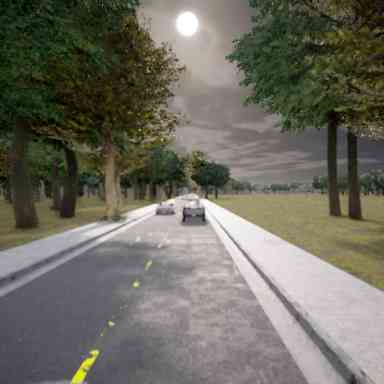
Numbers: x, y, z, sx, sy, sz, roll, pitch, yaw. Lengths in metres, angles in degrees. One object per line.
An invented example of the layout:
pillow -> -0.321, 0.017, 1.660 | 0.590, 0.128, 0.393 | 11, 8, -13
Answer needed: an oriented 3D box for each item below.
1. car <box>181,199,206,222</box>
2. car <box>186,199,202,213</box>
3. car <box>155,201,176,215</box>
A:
car -> 0.157, 1.557, 27.273 | 2.128, 1.511, 4.902 | 0, 0, 0
car -> 0.190, 1.610, 40.494 | 1.837, 1.490, 4.892 | 0, 0, 0
car -> -2.772, 1.687, 35.285 | 1.895, 1.301, 4.718 | 0, 0, 0
